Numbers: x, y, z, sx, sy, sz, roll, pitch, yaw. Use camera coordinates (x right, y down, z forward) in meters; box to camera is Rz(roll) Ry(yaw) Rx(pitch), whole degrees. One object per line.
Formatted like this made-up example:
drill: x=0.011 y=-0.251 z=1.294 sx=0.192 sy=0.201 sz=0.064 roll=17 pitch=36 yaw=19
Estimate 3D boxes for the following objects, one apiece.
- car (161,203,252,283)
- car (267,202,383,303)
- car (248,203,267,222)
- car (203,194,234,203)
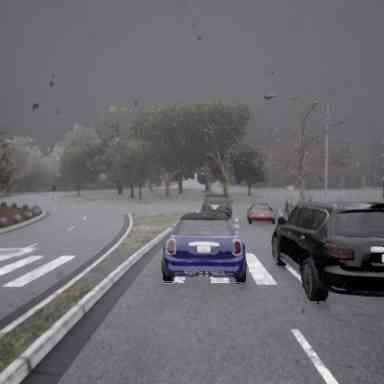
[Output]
car: x=0.395 y=1.384 z=9.960 sx=2.097 sy=1.767 sz=4.553 roll=0 pitch=0 yaw=3
car: x=3.545 y=1.255 z=8.393 sx=2.150 sy=2.045 sz=5.566 roll=0 pitch=0 yaw=3
car: x=5.195 y=1.542 z=25.208 sx=1.994 sy=1.385 sz=4.181 roll=0 pitch=1 yaw=9
car: x=2.006 y=1.167 z=25.906 sx=2.150 sy=2.045 sz=5.566 roll=0 pitch=1 yaw=9
